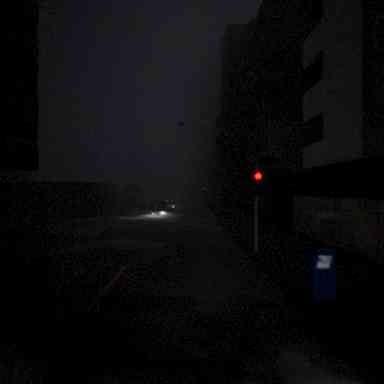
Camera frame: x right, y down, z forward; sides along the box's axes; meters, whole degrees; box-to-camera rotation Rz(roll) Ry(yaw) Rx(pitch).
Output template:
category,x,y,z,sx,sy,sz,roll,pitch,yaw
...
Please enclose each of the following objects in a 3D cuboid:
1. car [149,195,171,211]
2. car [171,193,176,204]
category,x,y,z,sx,sy,sz,roll,pitch,yaw
car,-4.099,1.428,40.549,2.128,1.511,4.902,0,0,0
car,-4.039,1.410,61.719,1.837,1.490,4.892,0,0,0
